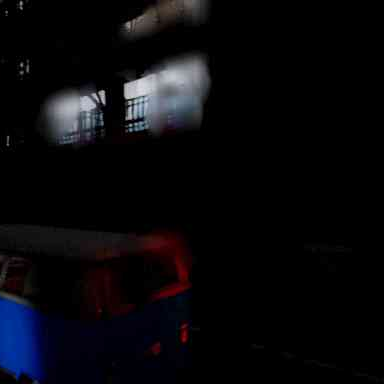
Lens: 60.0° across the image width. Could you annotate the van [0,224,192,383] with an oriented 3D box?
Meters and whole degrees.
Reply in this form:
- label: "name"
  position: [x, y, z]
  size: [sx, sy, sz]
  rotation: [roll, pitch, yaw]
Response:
- label: "van"
  position: [-1.911, 1.383, 4.411]
  size: [3.998, 1.788, 1.690]
  rotation: [-1, -1, 35]
